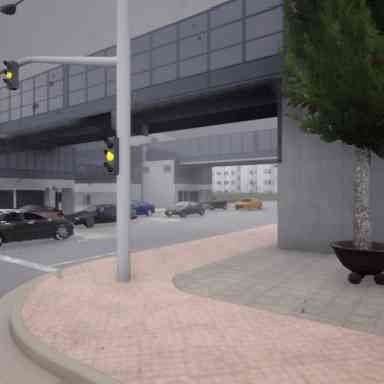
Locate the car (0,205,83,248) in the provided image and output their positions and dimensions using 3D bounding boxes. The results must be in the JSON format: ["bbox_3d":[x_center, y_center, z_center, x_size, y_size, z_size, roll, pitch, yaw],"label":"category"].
[{"bbox_3d":[-7.501,1.502,14.434,1.837,1.490,4.892,0,0,35],"label":"car"}]

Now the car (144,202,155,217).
[{"bbox_3d":[-5.434,1.474,29.634,1.882,1.535,5.008,0,0,36],"label":"car"}]

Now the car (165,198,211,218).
[{"bbox_3d":[-0.507,1.523,30.459,1.812,1.442,4.674,0,0,36],"label":"car"}]

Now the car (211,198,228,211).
[{"bbox_3d":[2.560,1.488,40.656,2.128,1.511,4.902,0,0,36],"label":"car"}]

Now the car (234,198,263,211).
[{"bbox_3d":[6.992,1.475,40.793,1.882,1.535,5.008,0,1,36],"label":"car"}]

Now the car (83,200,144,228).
[{"bbox_3d":[-6.114,1.544,22.726,2.033,1.411,5.357,0,0,36],"label":"car"}]
